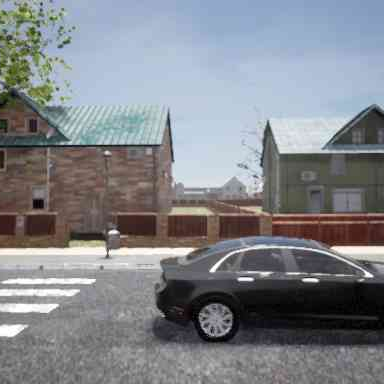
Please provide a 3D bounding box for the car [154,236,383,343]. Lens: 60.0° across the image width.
[{"bbox_3d":[1.787,1.572,5.913,4.892,1.490,1.837,-1,-1,2],"label":"car"}]
